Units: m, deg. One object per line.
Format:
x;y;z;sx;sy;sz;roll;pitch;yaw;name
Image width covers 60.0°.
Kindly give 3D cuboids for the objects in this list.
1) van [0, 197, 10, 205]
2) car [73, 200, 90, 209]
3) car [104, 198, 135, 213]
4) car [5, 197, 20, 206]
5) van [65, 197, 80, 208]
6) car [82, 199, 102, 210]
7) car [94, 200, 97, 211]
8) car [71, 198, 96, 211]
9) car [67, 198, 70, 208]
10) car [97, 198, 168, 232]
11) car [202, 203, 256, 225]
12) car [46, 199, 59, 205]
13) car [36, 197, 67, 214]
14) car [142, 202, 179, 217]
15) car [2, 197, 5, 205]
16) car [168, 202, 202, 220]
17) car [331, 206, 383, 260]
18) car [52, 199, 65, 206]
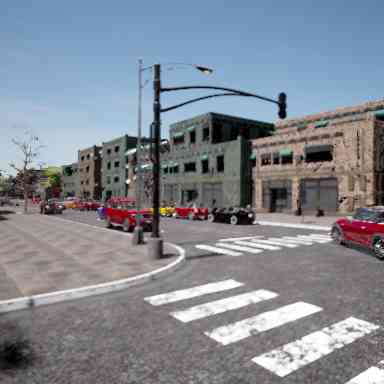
-44.984;2.090;80.051;1.690;1.788;3.998;0;-1;-35;van
-19.122;2.112;57.476;1.802;1.307;4.206;0;-1;-35;car
-9.636;1.688;43.803;2.192;1.841;5.009;0;-1;-35;car
-35.495;2.144;66.374;2.008;1.369;4.403;0;-1;-35;car
-22.286;1.923;62.037;1.690;1.788;3.998;0;-1;-35;van
-15.960;1.918;52.919;1.967;1.590;4.097;0;-1;-35;car
-6.890;1.709;29.694;1.812;1.442;4.674;1;-1;-35;car
-15.060;1.750;46.997;2.097;1.767;4.553;1;-1;-34;car
-19.883;1.752;48.585;2.097;1.767;4.553;1;-1;-34;car
-3.870;1.384;20.792;2.192;1.841;5.009;0;-1;-35;car
3.015;1.729;25.567;1.947;1.339;4.313;0;-1;-35;car
-31.773;2.320;75.710;1.802;1.307;4.206;0;-1;-35;car
-16.519;1.719;39.024;1.967;1.590;4.097;0;-1;-35;car
-3.407;1.795;34.824;1.752;1.417;4.829;0;-1;-35;car
-41.821;2.012;75.493;2.192;1.841;5.009;0;-1;-35;car
-0.147;1.655;30.127;1.967;1.590;4.097;0;-1;-35;car
7.004;1.300;12.310;2.097;1.767;4.553;-1;0;-1;car
-28.611;2.268;71.151;1.802;1.307;4.206;0;-1;-35;car
